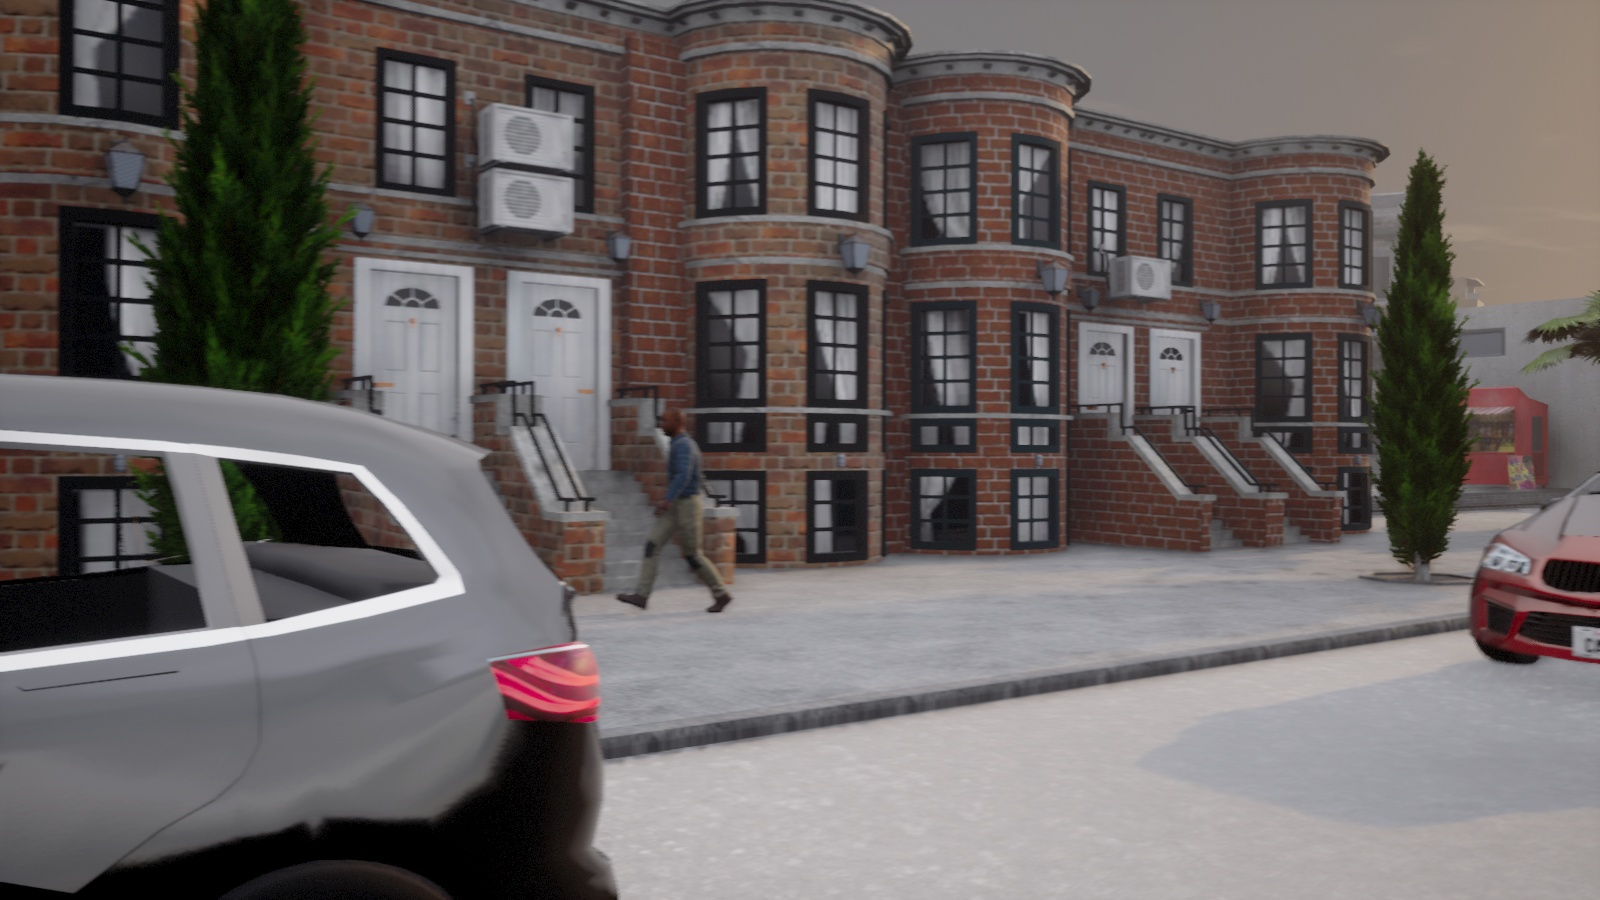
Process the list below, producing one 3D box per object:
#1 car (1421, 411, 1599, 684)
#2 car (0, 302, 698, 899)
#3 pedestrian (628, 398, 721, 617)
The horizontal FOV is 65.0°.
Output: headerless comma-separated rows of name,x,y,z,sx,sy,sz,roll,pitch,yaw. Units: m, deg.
car,6.785,0.597,8.992,4.611,1.667,2.242,0,0,-35
car,-2.757,0.601,2.348,4.611,1.667,2.242,0,0,-35
pedestrian,-1.081,0.480,10.793,0.726,1.835,0.370,0,0,-18
